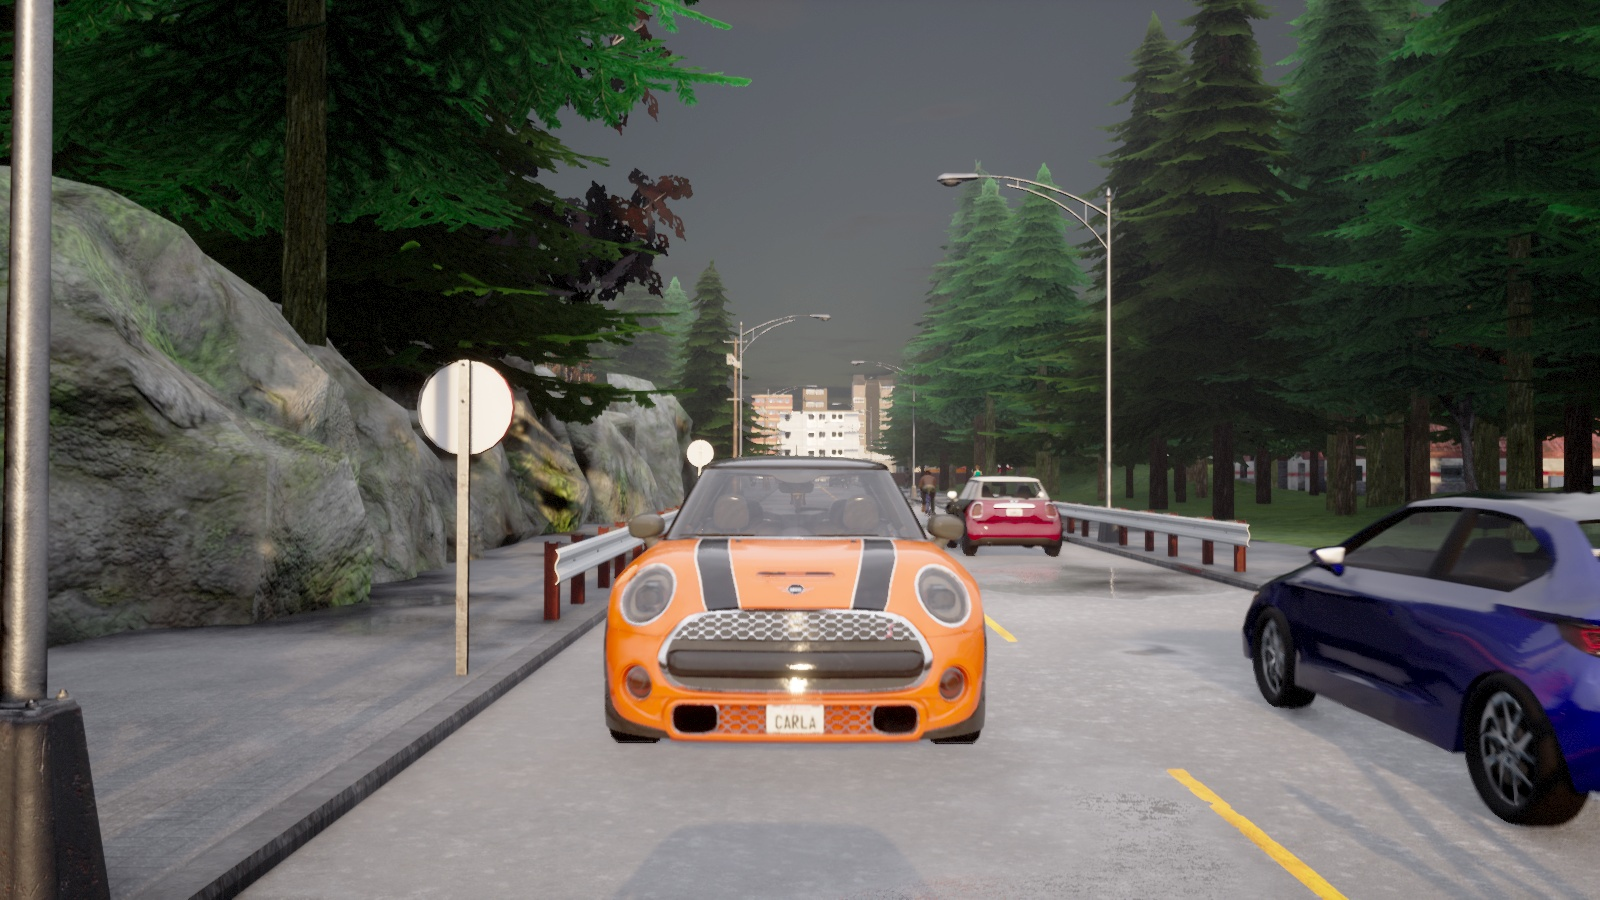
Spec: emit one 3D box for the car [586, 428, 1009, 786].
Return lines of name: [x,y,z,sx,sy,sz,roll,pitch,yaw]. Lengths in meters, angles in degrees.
car: [-0.021,0.819,8.517,2.097,1.767,4.553,0,-1,0]

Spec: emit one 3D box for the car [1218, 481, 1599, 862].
car: [3.982,0.933,7.107,1.816,1.474,4.193,0,-1,0]

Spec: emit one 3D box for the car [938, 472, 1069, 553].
car: [3.940,1.189,24.974,1.970,1.475,3.806,0,-1,0]
